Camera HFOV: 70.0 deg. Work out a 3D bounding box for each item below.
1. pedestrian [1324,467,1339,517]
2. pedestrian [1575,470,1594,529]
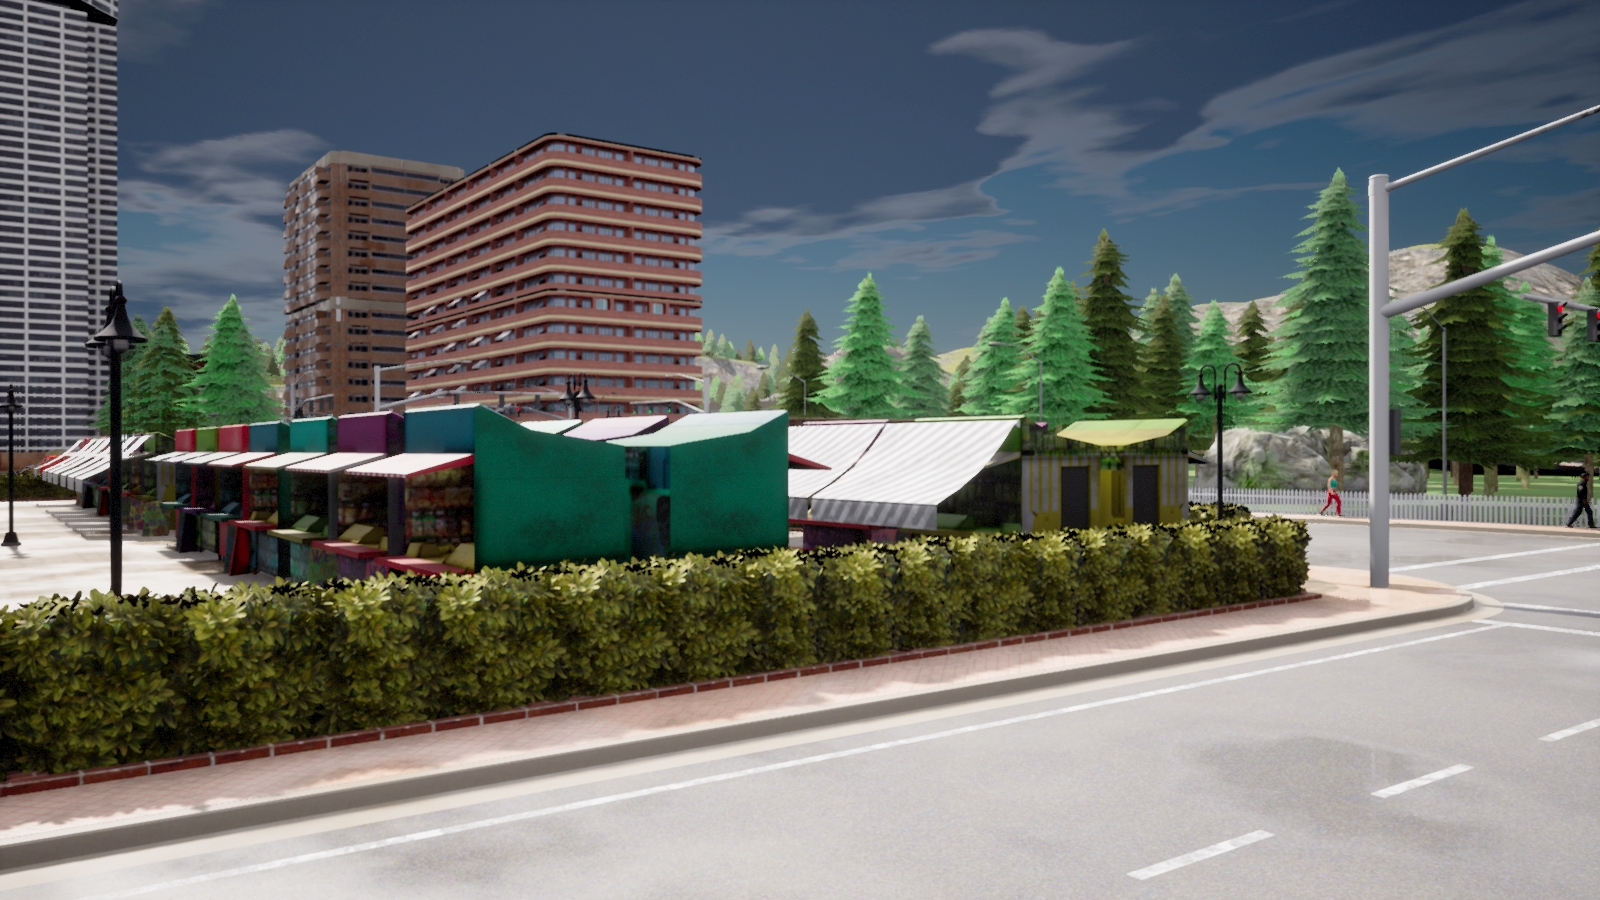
[{"bbox_3d":[20.003,1.576,42.964,0.375,1.860,0.375,0,0,-36],"label":"pedestrian"},{"bbox_3d":[24.928,1.576,36.306,0.375,1.860,0.375,0,0,-37],"label":"pedestrian"}]
